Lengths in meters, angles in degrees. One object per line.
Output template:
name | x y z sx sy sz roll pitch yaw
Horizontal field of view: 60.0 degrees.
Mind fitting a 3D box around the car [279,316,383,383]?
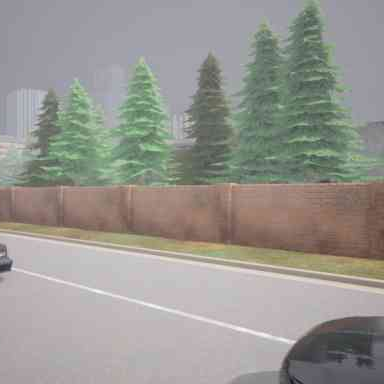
car | 2.952 1.506 1.891 4.892 1.490 1.837 0 0 35

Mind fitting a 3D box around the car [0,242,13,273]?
car | -6.974 1.547 8.951 5.357 1.411 2.033 0 0 34
